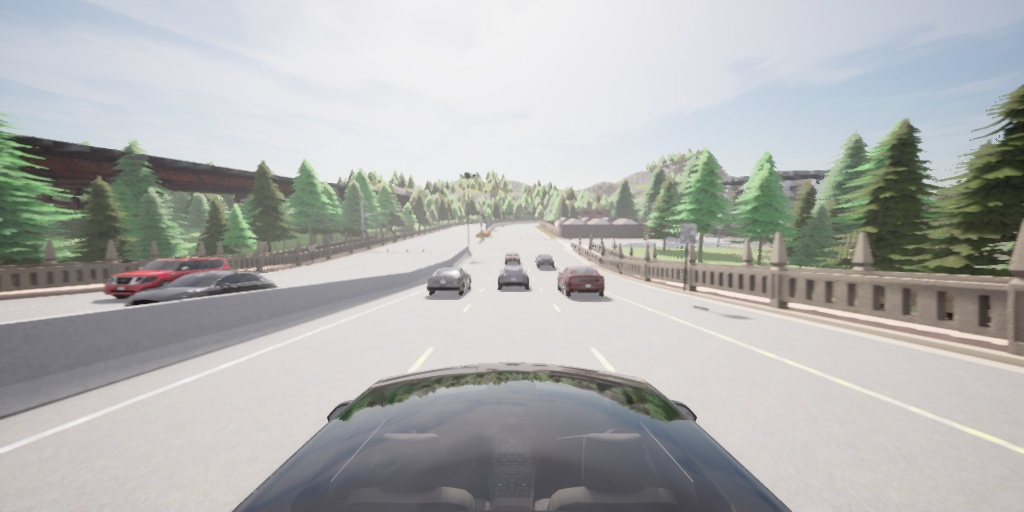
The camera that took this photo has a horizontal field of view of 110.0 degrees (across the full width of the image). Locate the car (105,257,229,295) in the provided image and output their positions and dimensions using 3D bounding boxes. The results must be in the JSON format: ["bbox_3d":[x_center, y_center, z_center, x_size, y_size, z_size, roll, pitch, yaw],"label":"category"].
[{"bbox_3d":[-17.502,1.095,18.812,2.150,2.045,5.566,0,0,0],"label":"car"}]

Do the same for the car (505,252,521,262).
[{"bbox_3d":[0.056,0.138,43.742,1.895,1.301,4.718,0,6,0],"label":"car"}]

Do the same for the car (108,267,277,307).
[{"bbox_3d":[-10.559,1.283,12.701,1.837,1.490,4.892,0,-1,0],"label":"car"}]

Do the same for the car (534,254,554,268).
[{"bbox_3d":[3.575,0.477,39.290,1.812,1.442,4.674,0,5,0],"label":"car"}]

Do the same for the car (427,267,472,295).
[{"bbox_3d":[-3.402,1.334,20.197,2.033,1.411,5.357,0,0,0],"label":"car"}]

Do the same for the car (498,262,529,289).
[{"bbox_3d":[0.096,1.318,23.348,1.994,1.385,4.181,0,1,0],"label":"car"}]

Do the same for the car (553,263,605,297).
[{"bbox_3d":[3.597,1.266,19.383,1.882,1.535,5.008,0,0,0],"label":"car"}]
